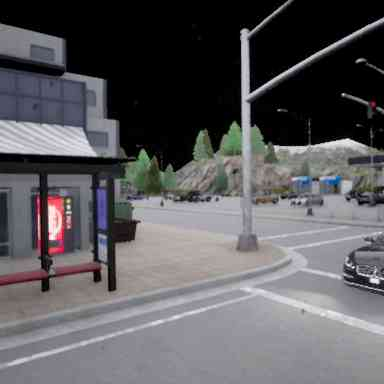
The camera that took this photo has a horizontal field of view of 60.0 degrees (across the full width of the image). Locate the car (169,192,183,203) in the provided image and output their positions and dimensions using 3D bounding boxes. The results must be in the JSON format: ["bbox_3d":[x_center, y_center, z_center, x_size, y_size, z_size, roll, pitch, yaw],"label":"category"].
[{"bbox_3d":[-0.909,0.740,53.814,4.605,1.855,1.932,-1,1,-36],"label":"car"}]

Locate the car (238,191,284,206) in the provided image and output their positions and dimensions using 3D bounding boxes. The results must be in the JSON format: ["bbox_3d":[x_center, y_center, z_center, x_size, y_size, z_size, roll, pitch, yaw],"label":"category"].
[{"bbox_3d":[8.581,0.788,41.301,5.027,1.636,2.152,-1,1,-36],"label":"car"}]

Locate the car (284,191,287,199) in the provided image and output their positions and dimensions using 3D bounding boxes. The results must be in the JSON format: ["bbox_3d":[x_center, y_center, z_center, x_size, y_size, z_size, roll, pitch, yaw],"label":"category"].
[{"bbox_3d":[17.848,0.606,59.422,4.514,1.523,2.007,-1,1,-36],"label":"car"}]

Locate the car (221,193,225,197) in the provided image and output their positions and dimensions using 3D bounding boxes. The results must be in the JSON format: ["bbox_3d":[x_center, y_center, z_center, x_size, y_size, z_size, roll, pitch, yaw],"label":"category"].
[{"bbox_3d":[9.510,0.510,84.180,4.514,1.523,2.007,-1,1,-36],"label":"car"}]

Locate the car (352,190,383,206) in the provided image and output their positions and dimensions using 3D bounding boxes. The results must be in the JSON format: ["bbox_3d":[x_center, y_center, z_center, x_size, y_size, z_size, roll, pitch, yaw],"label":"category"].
[{"bbox_3d":[20.450,0.798,37.412,4.514,1.523,2.007,-1,1,-36],"label":"car"}]

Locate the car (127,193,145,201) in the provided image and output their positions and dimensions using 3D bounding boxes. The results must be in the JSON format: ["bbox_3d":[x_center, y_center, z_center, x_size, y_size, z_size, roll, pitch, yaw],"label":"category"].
[{"bbox_3d":[-11.630,1.014,68.995,3.633,1.501,1.845,-1,1,-36],"label":"car"}]

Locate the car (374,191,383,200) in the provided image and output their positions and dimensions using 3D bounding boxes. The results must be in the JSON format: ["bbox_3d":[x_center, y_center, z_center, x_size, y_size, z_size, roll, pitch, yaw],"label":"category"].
[{"bbox_3d":[31.400,0.528,53.862,3.806,1.475,1.970,-1,1,-36],"label":"car"}]

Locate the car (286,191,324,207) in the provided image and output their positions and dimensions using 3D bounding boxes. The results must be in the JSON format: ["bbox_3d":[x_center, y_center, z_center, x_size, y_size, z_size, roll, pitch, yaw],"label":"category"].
[{"bbox_3d":[12.587,0.860,36.277,3.806,1.475,1.970,-1,1,-36],"label":"car"}]

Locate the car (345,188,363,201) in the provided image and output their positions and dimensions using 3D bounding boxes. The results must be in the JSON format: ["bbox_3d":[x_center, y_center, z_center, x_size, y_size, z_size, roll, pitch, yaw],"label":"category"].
[{"bbox_3d":[24.531,0.417,48.885,4.605,1.855,1.932,-1,1,-36],"label":"car"}]

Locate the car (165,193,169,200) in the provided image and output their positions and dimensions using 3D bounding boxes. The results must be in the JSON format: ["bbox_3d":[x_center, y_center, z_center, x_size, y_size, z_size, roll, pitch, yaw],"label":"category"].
[{"bbox_3d":[-3.864,0.891,70.900,3.806,1.475,1.970,-1,1,-36],"label":"car"}]

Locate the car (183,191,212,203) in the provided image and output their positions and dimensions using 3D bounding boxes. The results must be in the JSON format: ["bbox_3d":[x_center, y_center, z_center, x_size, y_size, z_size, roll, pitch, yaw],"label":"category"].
[{"bbox_3d":[1.120,0.712,51.694,3.866,1.878,1.905,-1,1,-36],"label":"car"}]

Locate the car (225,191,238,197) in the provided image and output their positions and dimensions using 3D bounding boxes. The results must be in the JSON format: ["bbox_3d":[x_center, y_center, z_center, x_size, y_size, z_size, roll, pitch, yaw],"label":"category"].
[{"bbox_3d":[11.382,0.500,81.662,5.027,1.636,2.152,-1,1,-36],"label":"car"}]

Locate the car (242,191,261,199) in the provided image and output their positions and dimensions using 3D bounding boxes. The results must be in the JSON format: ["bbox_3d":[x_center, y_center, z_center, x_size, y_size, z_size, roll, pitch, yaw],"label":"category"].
[{"bbox_3d":[12.056,0.627,67.565,3.633,1.501,1.845,-1,1,-36],"label":"car"}]

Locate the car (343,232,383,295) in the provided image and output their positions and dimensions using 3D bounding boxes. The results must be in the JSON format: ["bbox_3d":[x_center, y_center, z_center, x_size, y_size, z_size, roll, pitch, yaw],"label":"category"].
[{"bbox_3d":[5.471,1.494,7.774,4.892,1.490,1.837,1,-1,-36],"label":"car"}]
